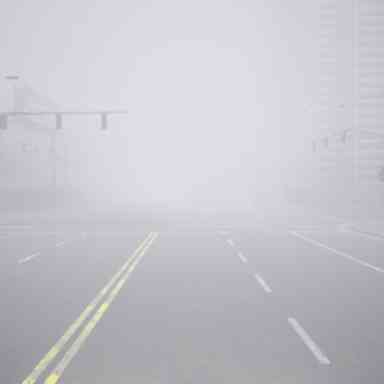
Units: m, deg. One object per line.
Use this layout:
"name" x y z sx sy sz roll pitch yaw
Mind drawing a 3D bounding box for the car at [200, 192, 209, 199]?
"car" 2.784 0.703 73.387 1.812 1.442 4.674 0 1 -1

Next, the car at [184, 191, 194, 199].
"car" -0.716 0.545 73.321 2.097 1.767 4.553 0 1 -1
